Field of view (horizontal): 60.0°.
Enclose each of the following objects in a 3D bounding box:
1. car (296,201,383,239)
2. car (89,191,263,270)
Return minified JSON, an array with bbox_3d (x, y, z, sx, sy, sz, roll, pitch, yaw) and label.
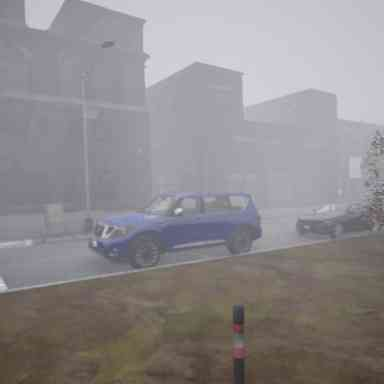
[{"bbox_3d":[7.004,1.216,15.611,5.008,1.535,2.097,0,0,-33],"label":"car"},{"bbox_3d":[-0.281,1.000,10.404,5.566,2.045,2.435,-1,0,-33],"label":"car"}]
